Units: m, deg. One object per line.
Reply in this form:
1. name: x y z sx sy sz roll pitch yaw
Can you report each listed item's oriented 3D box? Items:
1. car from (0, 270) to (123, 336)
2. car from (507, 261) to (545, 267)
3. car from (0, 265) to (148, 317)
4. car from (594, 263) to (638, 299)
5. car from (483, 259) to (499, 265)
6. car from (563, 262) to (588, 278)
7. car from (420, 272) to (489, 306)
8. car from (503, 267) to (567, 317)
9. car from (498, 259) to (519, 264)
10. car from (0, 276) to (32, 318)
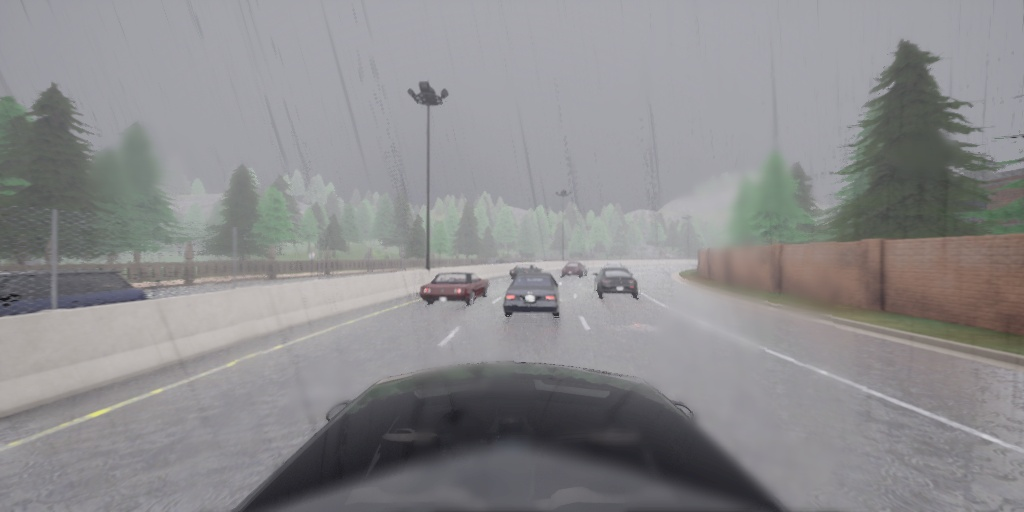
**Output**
1. car: -13.726 1.220 9.139 2.128 1.511 4.902 0 0 4
2. car: 1.335 1.352 31.423 1.895 1.301 4.718 0 0 18
3. car: -10.335 1.087 7.199 2.097 1.767 4.553 0 0 3
4. car: 5.201 1.283 18.207 1.812 1.442 4.674 0 0 10
5. car: -2.764 1.248 56.765 1.837 1.490 4.892 0 0 30
6. car: 5.910 1.283 33.864 1.812 1.442 4.674 0 0 20
7. car: -2.300 1.347 15.774 1.895 1.301 4.718 0 0 8
8. car: 0.840 1.298 13.157 2.033 1.411 5.357 0 0 7
9. car: 0.250 1.312 55.026 1.994 1.385 4.181 0 0 30
10. car: -17.262 1.324 9.771 1.895 1.301 4.718 0 0 4
